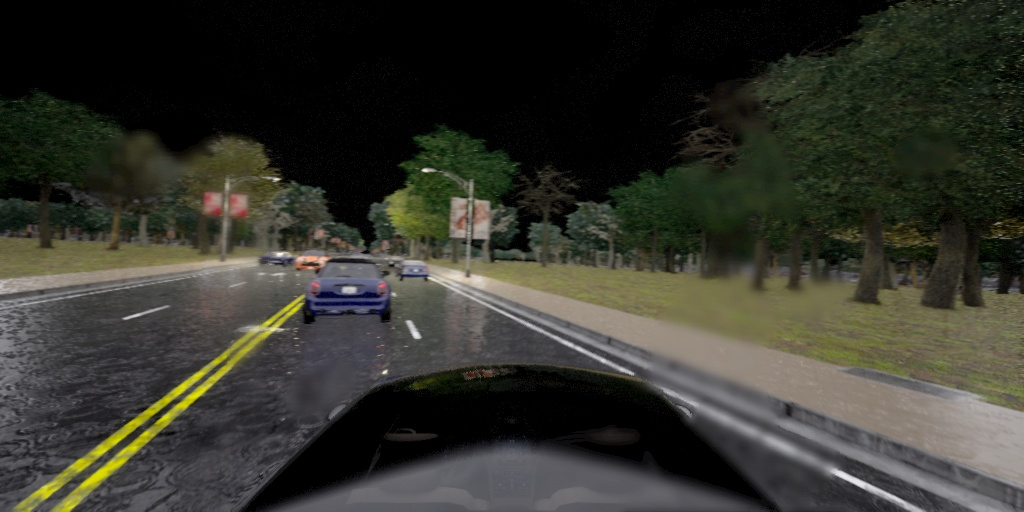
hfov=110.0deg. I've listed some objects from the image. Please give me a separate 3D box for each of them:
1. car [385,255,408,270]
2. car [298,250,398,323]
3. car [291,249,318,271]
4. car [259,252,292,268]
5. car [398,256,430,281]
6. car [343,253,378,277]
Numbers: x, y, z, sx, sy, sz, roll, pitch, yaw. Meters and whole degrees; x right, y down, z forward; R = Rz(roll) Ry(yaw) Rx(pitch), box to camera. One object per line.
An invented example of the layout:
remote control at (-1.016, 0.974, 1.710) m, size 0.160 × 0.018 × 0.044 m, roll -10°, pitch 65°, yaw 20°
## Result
car at (-12.026, 0.679, 37.223) m, size 1.895 × 1.301 × 4.718 m, roll 3°, pitch 0°, yaw -21°
car at (-4.870, 0.828, 10.969) m, size 2.097 × 1.767 × 4.553 m, roll 3°, pitch 0°, yaw -22°
car at (-15.674, 0.267, 28.534) m, size 2.097 × 1.767 × 4.553 m, roll 3°, pitch 0°, yaw -22°
car at (-20.115, 0.302, 30.835) m, size 1.895 × 1.301 × 4.718 m, roll 3°, pitch 0°, yaw -22°
car at (-6.812, 0.893, 24.370) m, size 2.033 × 1.411 × 5.357 m, roll 3°, pitch 0°, yaw -21°
car at (-11.402, 0.612, 27.140) m, size 2.128 × 1.511 × 4.902 m, roll 3°, pitch 0°, yaw -22°
